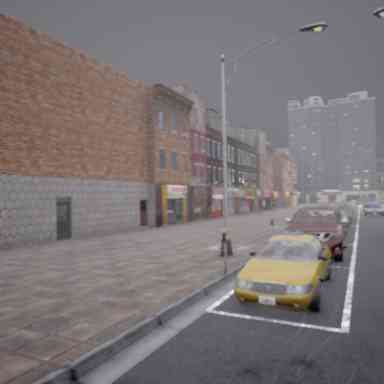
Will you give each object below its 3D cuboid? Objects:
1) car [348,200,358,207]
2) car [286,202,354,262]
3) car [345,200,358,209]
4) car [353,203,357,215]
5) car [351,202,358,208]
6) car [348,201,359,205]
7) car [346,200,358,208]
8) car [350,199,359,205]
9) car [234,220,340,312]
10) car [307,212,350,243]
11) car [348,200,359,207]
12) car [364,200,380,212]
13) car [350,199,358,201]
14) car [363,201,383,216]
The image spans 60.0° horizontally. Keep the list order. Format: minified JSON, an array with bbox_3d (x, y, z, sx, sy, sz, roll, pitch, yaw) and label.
[{"bbox_3d":[32.241,2.342,66.576,1.802,1.307,4.206,-2,-1,27],"label":"car"},{"bbox_3d":[4.991,1.497,13.158,2.192,1.841,5.009,-2,-1,27],"label":"car"},{"bbox_3d":[27.209,2.179,56.713,1.752,1.417,4.829,-2,-1,27],"label":"car"},{"bbox_3d":[12.427,1.904,27.722,1.947,1.339,4.313,-2,-1,27],"label":"car"},{"bbox_3d":[14.904,1.957,32.579,1.947,1.339,4.313,-2,-1,27],"label":"car"},{"bbox_3d":[17.380,1.995,37.437,2.008,1.369,4.403,-2,-1,27],"label":"car"},{"bbox_3d":[29.765,2.273,61.720,1.947,1.339,4.313,-2,-1,27],"label":"car"},{"bbox_3d":[39.672,2.483,81.147,1.947,1.339,4.313,-2,-1,27],"label":"car"},{"bbox_3d":[2.442,1.654,8.145,1.752,1.417,4.829,-2,-1,27],"label":"car"},{"bbox_3d":[7.474,1.816,18.009,1.802,1.307,4.206,-2,-1,27],"label":"car"},{"bbox_3d":[34.718,2.378,71.434,1.947,1.339,4.313,-2,-1,27],"label":"car"},{"bbox_3d":[24.867,1.958,46.104,1.882,1.535,5.008,-2,-1,27],"label":"car"},{"bbox_3d":[24.811,2.153,52.007,2.008,1.369,4.403,-2,-1,27],"label":"car"},{"bbox_3d":[20.182,1.981,36.908,1.895,1.301,4.718,-2,-1,27],"label":"car"}]
